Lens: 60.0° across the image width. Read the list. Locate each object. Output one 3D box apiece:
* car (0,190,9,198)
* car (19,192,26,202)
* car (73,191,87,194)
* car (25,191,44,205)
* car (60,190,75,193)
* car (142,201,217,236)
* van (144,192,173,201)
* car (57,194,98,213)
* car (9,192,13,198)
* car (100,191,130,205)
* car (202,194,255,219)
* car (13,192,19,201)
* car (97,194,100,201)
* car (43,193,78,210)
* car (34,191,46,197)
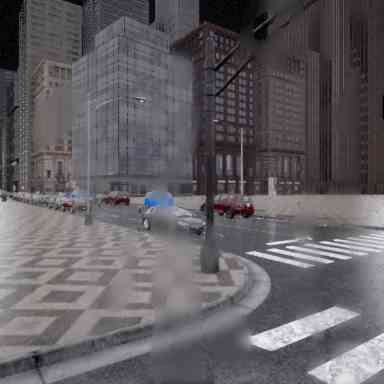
[{"bbox_3d":[-39.085,0.610,70.303,1.947,1.339,4.313,1,0,-36],"label":"car"},{"bbox_3d":[-23.229,0.874,48.086,2.008,1.369,4.403,1,0,-36],"label":"car"},{"bbox_3d":[-16.159,0.967,48.414,1.895,1.301,4.718,0,1,-36],"label":"car"},{"bbox_3d":[-20.058,0.939,43.642,2.008,1.369,4.403,1,0,-36],"label":"car"},{"bbox_3d":[-21.881,0.778,56.432,1.812,1.442,4.674,0,1,-35],"label":"car"},{"bbox_3d":[-1.031,1.367,16.981,2.008,1.369,4.403,1,0,-36],"label":"car"},{"bbox_3d":[-3.596,0.931,35.255,1.690,1.788,3.998,1,0,-36],"label":"van"},{"bbox_3d":[-10.544,1.139,30.311,1.887,1.381,4.507,1,0,-36],"label":"car"},{"bbox_3d":[-29.572,0.747,56.973,1.887,1.381,4.507,1,0,-36],"label":"car"},{"bbox_3d":[-9.939,0.766,44.144,2.192,1.841,5.009,1,0,-36],"label":"car"},{"bbox_3d":[2.748,1.050,26.367,2.192,1.841,5.009,1,0,-36],"label":"car"},{"bbox_3d":[-26.399,0.702,52.529,1.967,1.590,4.097,1,0,-36],"label":"car"},{"bbox_3d":[-13.114,0.934,48.589,2.008,1.369,4.403,1,0,-36],"label":"car"},{"bbox_3d":[-13.715,1.074,34.754,2.008,1.369,4.403,1,0,-36],"label":"car"},{"bbox_3d":[-38.487,0.495,84.139,1.887,1.381,4.507,0,0,-36],"label":"car"}]
